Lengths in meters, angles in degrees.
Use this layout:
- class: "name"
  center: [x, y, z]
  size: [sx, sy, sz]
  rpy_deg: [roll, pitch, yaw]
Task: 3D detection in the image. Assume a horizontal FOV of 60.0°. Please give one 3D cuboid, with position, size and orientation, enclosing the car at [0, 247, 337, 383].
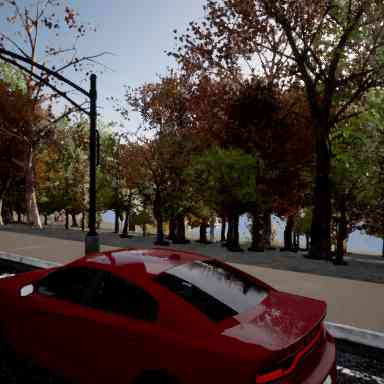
- class: "car"
  center: [-0.866, 1.477, 4.293]
  size: [5.008, 1.535, 1.882]
  rpy_deg: [0, 0, 35]
